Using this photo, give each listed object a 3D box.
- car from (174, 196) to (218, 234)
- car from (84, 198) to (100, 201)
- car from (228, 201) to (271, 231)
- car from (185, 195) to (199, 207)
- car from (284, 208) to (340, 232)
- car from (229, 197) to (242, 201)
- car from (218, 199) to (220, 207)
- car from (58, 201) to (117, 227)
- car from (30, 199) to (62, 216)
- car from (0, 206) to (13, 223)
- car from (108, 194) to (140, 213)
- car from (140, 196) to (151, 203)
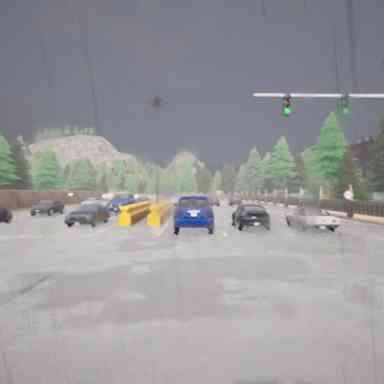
[{"bbox_3d":[0.099,1.234,19.526,2.150,2.045,5.566,0,0,0],"label":"car"},{"bbox_3d":[-14.048,1.556,46.763,1.812,1.442,4.674,0,0,0],"label":"car"},{"bbox_3d":[3.600,1.518,20.846,1.837,1.490,4.892,0,0,0],"label":"car"},{"bbox_3d":[-0.001,1.386,53.724,2.097,1.767,4.553,0,0,0],"label":"car"},{"bbox_3d":[7.100,1.614,20.280,1.895,1.301,4.718,0,0,0],"label":"car"},{"bbox_3d":[6.999,1.560,53.754,1.812,1.442,4.674,0,0,0],"label":"car"},{"bbox_3d":[3.499,1.582,53.337,2.033,1.411,5.357,0,0,0],"label":"car"},{"bbox_3d":[-7.090,1.562,23.208,2.033,1.411,5.357,0,0,0],"label":"car"},{"bbox_3d":[-14.079,1.526,32.727,1.837,1.490,4.892,0,0,0],"label":"car"},{"bbox_3d":[-14.087,1.579,22.640,1.994,1.385,4.181,0,0,0],"label":"car"},{"bbox_3d":[-7.073,1.240,33.774,2.150,2.045,5.566,0,0,1],"label":"car"},{"bbox_3d":[-7.055,1.382,47.304,2.097,1.767,4.553,0,0,1],"label":"car"}]
